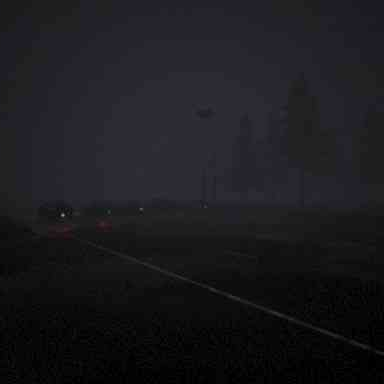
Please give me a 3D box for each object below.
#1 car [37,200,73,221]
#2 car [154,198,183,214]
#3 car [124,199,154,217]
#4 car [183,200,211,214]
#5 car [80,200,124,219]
[{"bbox_3d":[-10.908,1.436,26.413,1.837,1.490,4.892,0,0,-36],"label":"car"},{"bbox_3d":[-3.327,1.402,33.844,1.882,1.535,5.008,0,0,-36],"label":"car"},{"bbox_3d":[-5.664,1.491,31.103,1.994,1.385,4.181,0,0,-36],"label":"car"},{"bbox_3d":[0.172,1.490,34.982,1.994,1.385,4.181,0,0,-36],"label":"car"},{"bbox_3d":[-8.009,1.422,28.375,2.128,1.511,4.902,0,0,-36],"label":"car"}]
